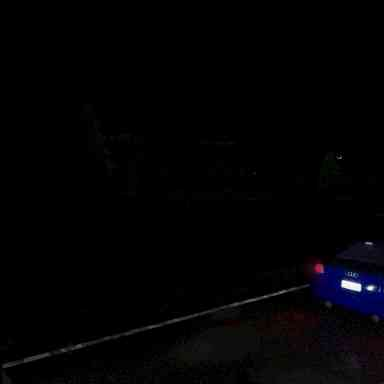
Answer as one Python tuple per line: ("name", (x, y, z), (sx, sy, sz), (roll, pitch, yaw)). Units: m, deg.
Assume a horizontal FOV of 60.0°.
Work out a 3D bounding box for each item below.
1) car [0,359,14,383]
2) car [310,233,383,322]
("car", (-3.339, 1.601, 1.368), (4.718, 1.301, 1.895), (0, 0, -35))
("car", (4.338, 1.564, 6.837), (4.181, 1.385, 1.994), (0, 0, -36))
